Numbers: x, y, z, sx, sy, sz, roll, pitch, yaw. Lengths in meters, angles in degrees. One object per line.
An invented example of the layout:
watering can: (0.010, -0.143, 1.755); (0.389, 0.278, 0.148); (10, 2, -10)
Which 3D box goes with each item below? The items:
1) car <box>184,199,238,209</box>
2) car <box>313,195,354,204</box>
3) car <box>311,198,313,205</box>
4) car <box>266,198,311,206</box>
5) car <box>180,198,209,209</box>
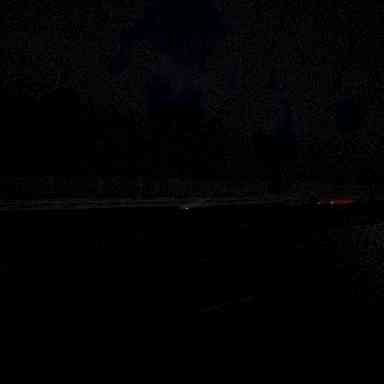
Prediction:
car: (2.004, 1.427, 26.867); (4.718, 1.301, 1.895); (0, 0, -35)
car: (15.880, 1.178, 36.677); (4.553, 1.767, 2.097); (0, 1, -35)
car: (14.539, 1.362, 40.011); (4.181, 1.385, 1.994); (0, 0, -35)
car: (6.895, 1.381, 26.031); (4.674, 1.442, 1.812); (0, 0, -35)
car: (1.038, 1.323, 30.465); (4.674, 1.442, 1.812); (0, 0, -35)
